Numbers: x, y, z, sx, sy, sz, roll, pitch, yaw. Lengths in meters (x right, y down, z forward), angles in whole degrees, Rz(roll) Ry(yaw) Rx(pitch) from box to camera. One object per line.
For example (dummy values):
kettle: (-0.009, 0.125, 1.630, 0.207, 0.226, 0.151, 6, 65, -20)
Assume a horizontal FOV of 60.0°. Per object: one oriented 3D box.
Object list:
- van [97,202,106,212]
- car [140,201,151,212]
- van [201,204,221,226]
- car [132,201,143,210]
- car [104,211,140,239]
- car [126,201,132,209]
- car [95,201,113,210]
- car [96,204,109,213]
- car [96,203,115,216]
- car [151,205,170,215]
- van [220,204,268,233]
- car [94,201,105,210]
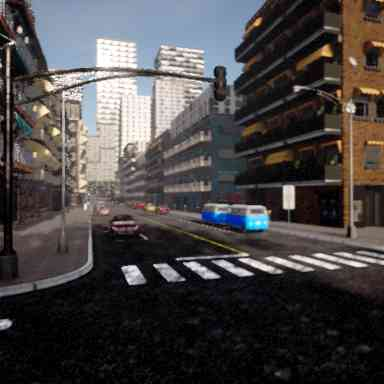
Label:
van: (-17.317, 2.781, 63.551, 1.690, 1.788, 3.998, -1, -1, -17)
car: (-7.740, 2.849, 60.750, 1.752, 1.417, 4.829, -1, -1, -17)
van: (2.070, 1.934, 28.435, 1.690, 1.788, 3.998, -1, -1, -17)
car: (-10.950, 2.878, 71.309, 2.192, 1.841, 5.009, -1, -1, -17)
car: (-4.293, 2.052, 20.674, 1.802, 1.307, 4.206, -1, -1, -17)
car: (-14.205, 3.121, 82.027, 2.192, 1.841, 5.009, -1, -1, -17)
car: (-14.060, 2.638, 52.831, 1.967, 1.590, 4.097, -1, -1, -17)
car: (-15.686, 2.870, 58.188, 2.008, 1.369, 4.403, -1, -1, -17)
car: (-12.431, 2.658, 47.470, 1.802, 1.307, 4.206, -1, -1, -17)
car: (-4.435, 2.659, 49.868, 1.802, 1.307, 4.206, -1, -1, -17)
van: (3.698, 1.813, 23.075, 1.690, 1.788, 3.998, -1, -1, -17)
car: (-20.594, 2.998, 74.263, 2.192, 1.841, 5.009, -1, -1, -17)
